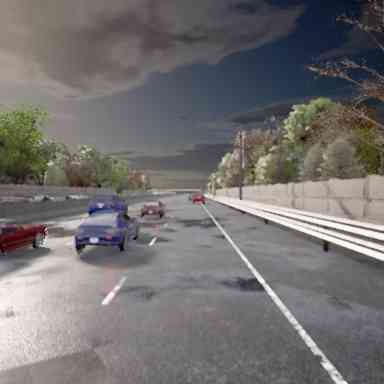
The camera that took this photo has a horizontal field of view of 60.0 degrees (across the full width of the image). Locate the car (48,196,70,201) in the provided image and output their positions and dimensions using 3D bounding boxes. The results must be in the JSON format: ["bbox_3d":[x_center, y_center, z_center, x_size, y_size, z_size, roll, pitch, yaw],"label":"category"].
[{"bbox_3d":[-21.042,1.423,53.962,1.837,1.490,4.892,0,0,1],"label":"car"}]

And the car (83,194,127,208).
[{"bbox_3d":[-6.899,1.174,27.754,2.150,2.045,5.566,0,0,0],"label":"car"}]

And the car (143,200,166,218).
[{"bbox_3d":[-3.399,1.476,29.664,1.812,1.442,4.674,0,0,0],"label":"car"}]

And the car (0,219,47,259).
[{"bbox_3d":[-6.899,1.578,11.560,1.895,1.301,4.718,0,0,0],"label":"car"}]

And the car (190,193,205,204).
[{"bbox_3d":[1.226,1.143,60.545,2.150,2.045,5.566,0,0,0],"label":"car"}]

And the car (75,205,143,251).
[{"bbox_3d":[-3.399,1.499,13.837,1.812,1.442,4.674,0,0,0],"label":"car"}]

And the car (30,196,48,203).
[{"bbox_3d":[-24.537,1.445,54.050,1.812,1.442,4.674,0,0,1],"label":"car"}]

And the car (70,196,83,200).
[{"bbox_3d":[-17.544,1.397,54.125,1.882,1.535,5.008,0,0,1],"label":"car"}]

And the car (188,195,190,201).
[{"bbox_3d":[0.001,1.375,79.028,2.128,1.511,4.902,0,0,0],"label":"car"}]

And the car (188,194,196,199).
[{"bbox_3d":[0.002,1.287,94.986,1.994,1.385,4.181,0,0,0],"label":"car"}]
